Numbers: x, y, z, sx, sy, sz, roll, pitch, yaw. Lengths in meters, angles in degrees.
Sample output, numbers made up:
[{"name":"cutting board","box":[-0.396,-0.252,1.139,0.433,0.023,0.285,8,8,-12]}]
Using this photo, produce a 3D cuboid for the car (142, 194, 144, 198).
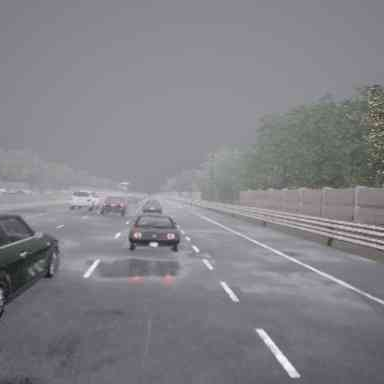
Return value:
[{"name":"car","box":[-13.597,1.645,83.090,1.812,1.442,4.674,3,-1,-7]}]

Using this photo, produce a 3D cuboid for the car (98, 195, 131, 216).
[{"name":"car","box":[-7.264,1.203,31.618,2.097,1.767,4.553,3,-1,-7]}]

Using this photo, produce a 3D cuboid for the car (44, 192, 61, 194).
[{"name":"car","box":[-24.976,0.742,61.080,1.994,1.385,4.181,3,-1,-7]}]

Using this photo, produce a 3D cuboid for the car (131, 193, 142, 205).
[{"name":"car","box":[-10.899,1.489,61.145,2.128,1.511,4.902,3,-1,-7]}]

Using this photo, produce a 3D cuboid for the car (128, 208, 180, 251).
[{"name":"car","box":[-1.629,1.617,14.255,1.895,1.301,4.718,3,0,-7]}]

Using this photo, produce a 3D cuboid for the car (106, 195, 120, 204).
[{"name":"car","box":[-14.368,1.323,60.712,1.812,1.442,4.674,3,-1,-7]}]

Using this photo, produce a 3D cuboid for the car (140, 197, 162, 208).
[{"name":"car","box":[-4.252,1.628,35.661,1.994,1.385,4.181,3,-1,-7]}]

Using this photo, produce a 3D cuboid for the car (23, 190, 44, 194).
[{"name":"car","box":[-28.437,0.334,60.681,2.097,1.767,4.553,3,-1,-7]}]

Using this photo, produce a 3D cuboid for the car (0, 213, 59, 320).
[{"name":"car","box":[-4.199,1.162,6.622,2.097,1.767,4.553,3,0,-7]}]

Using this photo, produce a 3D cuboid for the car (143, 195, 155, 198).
[{"name":"car","box":[-7.435,1.745,61.559,2.033,1.411,5.357,3,-1,-7]}]

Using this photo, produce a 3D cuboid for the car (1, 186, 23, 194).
[{"name":"car","box":[-31.904,0.240,60.206,1.882,1.535,5.008,3,-1,-7]}]

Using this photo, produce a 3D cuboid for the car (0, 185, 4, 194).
[{"name":"car","box":[-35.349,-0.209,59.712,2.150,2.045,5.566,3,-1,-7]}]

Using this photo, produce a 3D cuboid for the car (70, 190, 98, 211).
[{"name":"car","box":[-11.177,0.885,34.879,2.150,2.045,5.566,3,-1,-7]}]

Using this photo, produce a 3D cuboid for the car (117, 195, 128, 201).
[{"name":"car","box":[-16.822,1.450,80.678,2.033,1.411,5.357,3,-1,-7]}]
